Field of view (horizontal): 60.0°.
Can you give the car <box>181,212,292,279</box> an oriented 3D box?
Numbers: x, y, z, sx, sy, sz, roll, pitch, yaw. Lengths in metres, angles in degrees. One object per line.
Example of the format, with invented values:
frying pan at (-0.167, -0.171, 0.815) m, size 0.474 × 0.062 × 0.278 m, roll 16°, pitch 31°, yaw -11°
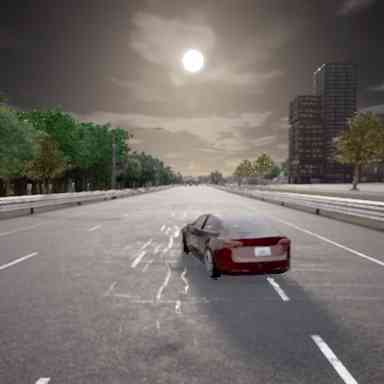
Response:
car at (1.011, 1.283, 9.531) m, size 2.163 × 1.488 × 4.792 m, roll -1°, pitch 1°, yaw -13°
